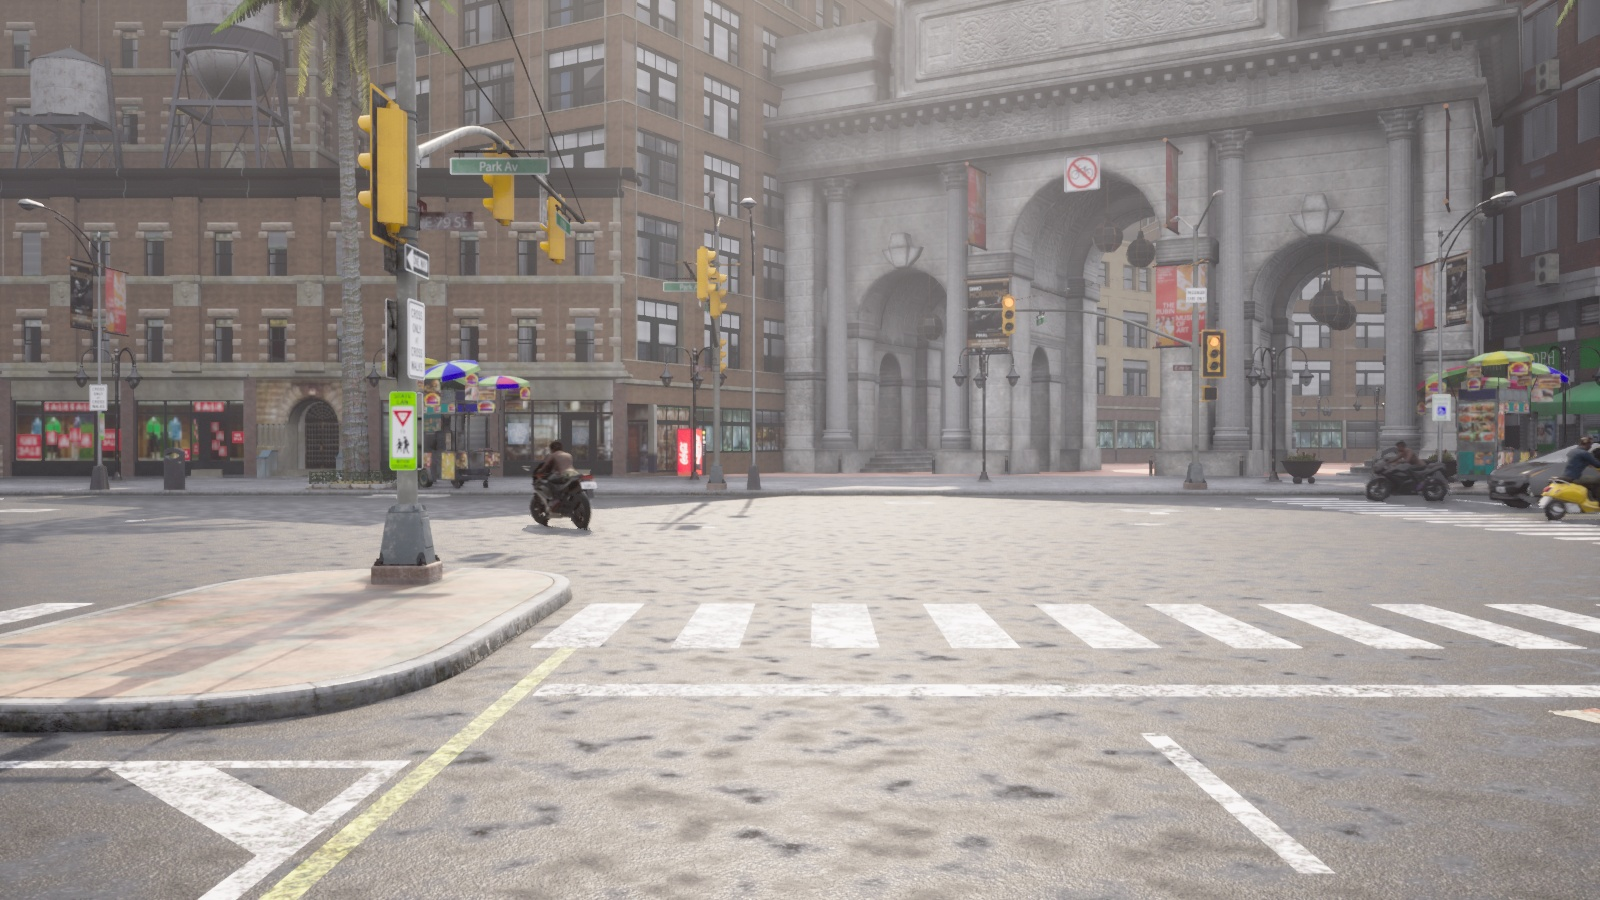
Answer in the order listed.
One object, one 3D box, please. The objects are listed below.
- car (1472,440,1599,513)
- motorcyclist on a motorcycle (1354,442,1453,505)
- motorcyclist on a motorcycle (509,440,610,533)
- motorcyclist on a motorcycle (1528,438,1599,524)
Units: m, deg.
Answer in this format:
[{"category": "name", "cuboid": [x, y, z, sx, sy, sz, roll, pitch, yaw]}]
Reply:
[{"category": "car", "cuboid": [17.515, 0.552, 27.479, 4.514, 1.525, 2.007, 0, 0, 1]}, {"category": "motorcyclist on a motorcycle", "cuboid": [14.891, 0.565, 31.015, 2.044, 1.523, 0.797, 0, 0, 1]}, {"category": "motorcyclist on a motorcycle", "cuboid": [-4.228, 0.601, 21.961, 0.797, 1.523, 2.044, -2, 1, -41]}, {"category": "motorcyclist on a motorcycle", "cuboid": [14.949, 0.578, 23.778, 1.817, 1.590, 0.866, 0, 1, -5]}]
